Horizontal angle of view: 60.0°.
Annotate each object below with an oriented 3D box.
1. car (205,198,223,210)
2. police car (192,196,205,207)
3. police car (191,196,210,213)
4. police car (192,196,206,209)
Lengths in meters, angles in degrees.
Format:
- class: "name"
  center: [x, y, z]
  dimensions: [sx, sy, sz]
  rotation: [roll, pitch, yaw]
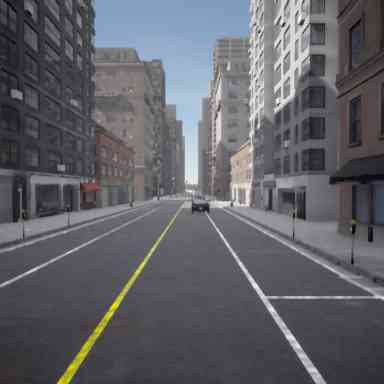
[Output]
- class: "car"
  center: [2.753, 1.527, 42.486]
  dimensions: [1.887, 1.381, 4.507]
  rotation: [-1, 0, 0]
- class: "police car"
  center: [0.900, 1.463, 52.197]
  dimensions: [1.930, 1.638, 5.238]
  rotation: [0, 0, 0]
- class: "police car"
  center: [0.901, 1.432, 36.196]
  dimensions: [1.930, 1.638, 5.238]
  rotation: [0, 0, 0]
- class: "police car"
  center: [0.901, 1.448, 46.196]
  dimensions: [1.930, 1.638, 5.238]
  rotation: [0, 0, 0]
